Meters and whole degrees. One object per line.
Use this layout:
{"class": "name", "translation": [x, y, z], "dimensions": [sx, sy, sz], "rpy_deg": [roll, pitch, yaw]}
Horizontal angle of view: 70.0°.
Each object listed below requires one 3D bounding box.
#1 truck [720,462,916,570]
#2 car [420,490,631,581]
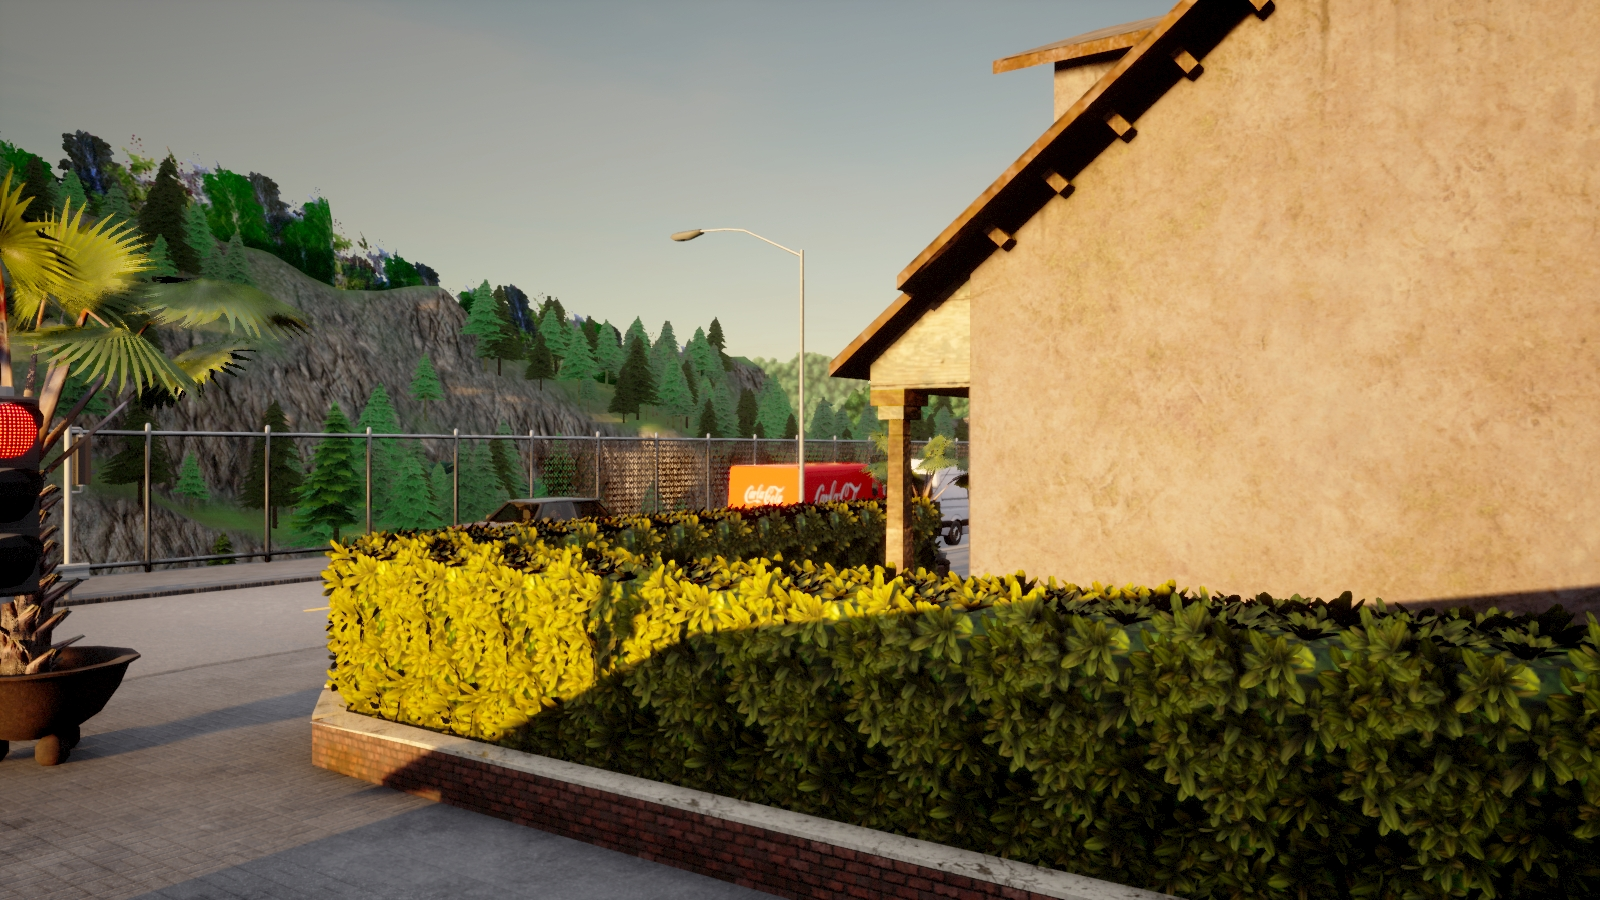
{"class": "truck", "translation": [0.584, 1.568, 29.600], "dimensions": [2.627, 2.467, 5.204], "rpy_deg": [0, 0, 35]}
{"class": "car", "translation": [-6.312, 1.906, 26.765], "dimensions": [2.097, 1.767, 4.553], "rpy_deg": [0, 0, 35]}
